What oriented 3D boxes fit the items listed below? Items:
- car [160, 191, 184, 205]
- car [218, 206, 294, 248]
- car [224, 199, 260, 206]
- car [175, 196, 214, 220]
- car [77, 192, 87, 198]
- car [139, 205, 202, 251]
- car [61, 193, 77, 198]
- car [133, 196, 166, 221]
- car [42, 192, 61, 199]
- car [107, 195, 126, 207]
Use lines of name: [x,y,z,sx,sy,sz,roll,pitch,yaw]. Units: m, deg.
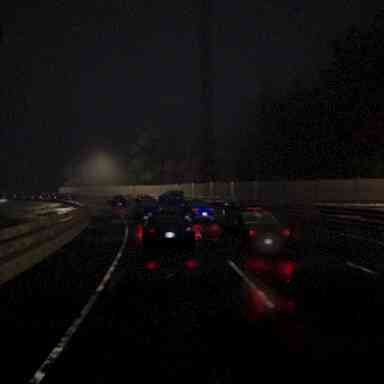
car: [-2.810,0.867,44.830,2.150,2.045,5.566,0,1,-23]
car: [2.446,1.473,14.076,1.895,1.301,4.718,0,0,-8]
car: [3.767,1.279,25.468,1.837,1.490,4.892,0,1,-15]
car: [0.286,1.319,24.941,1.812,1.442,4.674,0,1,-15]
car: [-27.273,0.820,80.026,5.357,1.411,2.033,0,1,42]
car: [-1.031,1.456,13.631,1.994,1.385,4.181,0,0,-8]
car: [-29.725,0.851,77.529,5.357,1.411,2.033,0,1,42]
car: [-3.468,1.331,25.449,1.812,1.442,4.674,0,1,-14]
car: [-32.156,0.698,75.010,4.553,1.767,2.097,0,1,42]
car: [-9.917,1.193,43.507,1.837,1.490,4.892,0,1,-25]
